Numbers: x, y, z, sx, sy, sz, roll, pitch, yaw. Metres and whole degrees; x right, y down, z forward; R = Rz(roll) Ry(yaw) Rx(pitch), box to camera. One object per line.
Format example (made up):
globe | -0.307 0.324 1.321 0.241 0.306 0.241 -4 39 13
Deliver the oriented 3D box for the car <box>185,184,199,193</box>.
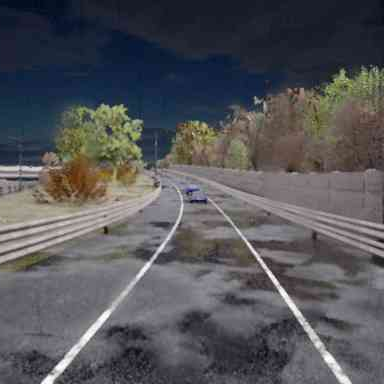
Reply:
car | 0.032 -0.392 49.311 1.882 1.535 5.008 0 5 -4

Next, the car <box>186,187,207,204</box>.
car | 0.642 0.537 37.825 1.994 1.385 4.181 0 4 -3
